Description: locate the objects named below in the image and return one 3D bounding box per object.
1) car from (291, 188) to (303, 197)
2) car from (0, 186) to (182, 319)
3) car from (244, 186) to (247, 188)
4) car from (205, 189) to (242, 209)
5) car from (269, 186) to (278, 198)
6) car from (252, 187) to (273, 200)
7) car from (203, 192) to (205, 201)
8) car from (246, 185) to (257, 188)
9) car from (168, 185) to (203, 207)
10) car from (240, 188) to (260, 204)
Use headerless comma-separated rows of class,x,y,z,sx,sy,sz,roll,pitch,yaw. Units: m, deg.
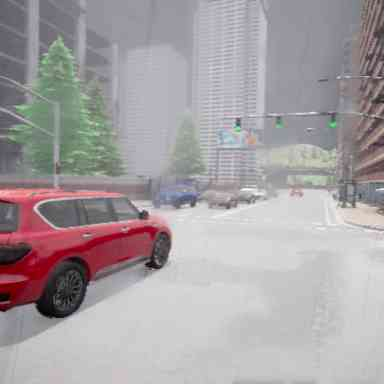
car,20.849,-0.018,65.960,2.097,1.767,4.553,2,2,22
car,-2.387,0.955,7.162,2.150,2.045,5.566,2,2,22
car,6.152,0.302,48.038,1.837,1.490,4.892,2,2,22
car,2.972,0.736,30.656,1.812,1.442,4.674,2,2,20
car,13.956,0.197,58.093,1.837,1.490,4.892,2,2,22
car,10.073,0.401,48.406,1.812,1.442,4.674,2,2,22
car,2.259,0.506,38.361,1.812,1.442,4.674,2,2,22
car,10.084,-0.165,57.797,2.150,2.045,5.566,2,2,22
car,-1.320,0.374,29.282,2.150,2.045,5.566,2,2,23
car,6.235,0.580,38.889,1.812,1.442,4.674,2,2,22
